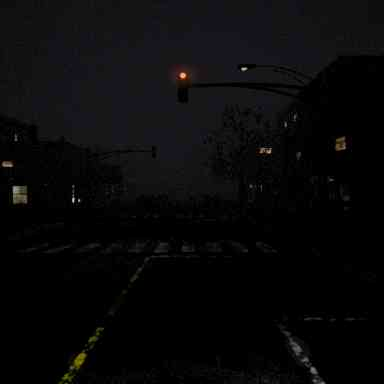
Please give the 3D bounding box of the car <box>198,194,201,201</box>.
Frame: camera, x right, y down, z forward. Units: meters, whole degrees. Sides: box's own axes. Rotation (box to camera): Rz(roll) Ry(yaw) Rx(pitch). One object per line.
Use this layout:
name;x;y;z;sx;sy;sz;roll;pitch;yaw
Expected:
car;2.679;1.534;63.617;2.008;1.369;4.403;-1;0;0

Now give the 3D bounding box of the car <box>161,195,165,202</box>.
car;-5.700;1.569;52.528;1.802;1.307;4.206;-1;0;0

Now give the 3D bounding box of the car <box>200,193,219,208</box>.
car;2.679;1.303;46.985;2.192;1.841;5.009;-1;0;0

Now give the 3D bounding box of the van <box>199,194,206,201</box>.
van;2.674;1.317;85.793;1.690;1.788;3.998;-1;0;0

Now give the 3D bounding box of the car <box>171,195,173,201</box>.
car;-5.704;1.297;69.160;2.192;1.841;5.009;-1;0;0

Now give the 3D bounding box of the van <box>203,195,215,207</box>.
van;2.679;1.328;52.529;1.690;1.788;3.998;-1;0;0

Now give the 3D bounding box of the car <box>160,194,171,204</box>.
car;-5.704;1.299;63.616;2.192;1.841;5.009;-1;0;0

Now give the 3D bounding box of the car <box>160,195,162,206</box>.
car;-5.700;1.533;46.984;1.887;1.381;4.507;-1;0;0

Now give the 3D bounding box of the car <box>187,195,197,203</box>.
car;-0.010;1.460;67.394;1.882;1.535;5.008;0;0;0

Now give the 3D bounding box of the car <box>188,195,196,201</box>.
car;-0.011;1.428;77.845;1.994;1.385;4.181;0;0;0

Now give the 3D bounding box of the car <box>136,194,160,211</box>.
car;-5.700;1.305;41.440;2.192;1.841;5.009;-1;0;0
